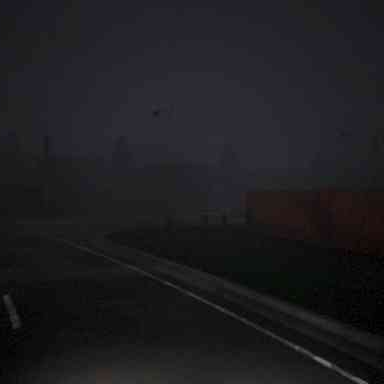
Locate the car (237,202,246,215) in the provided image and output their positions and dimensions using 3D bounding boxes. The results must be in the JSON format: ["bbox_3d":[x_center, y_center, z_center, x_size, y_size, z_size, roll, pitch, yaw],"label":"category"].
[{"bbox_3d":[7.930,1.936,36.591,4.902,1.511,2.128,1,-1,-23],"label":"car"}]

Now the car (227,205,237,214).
[{"bbox_3d":[6.500,1.954,39.785,4.892,1.490,1.837,1,-1,-23],"label":"car"}]
